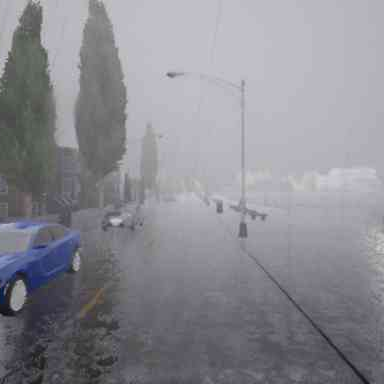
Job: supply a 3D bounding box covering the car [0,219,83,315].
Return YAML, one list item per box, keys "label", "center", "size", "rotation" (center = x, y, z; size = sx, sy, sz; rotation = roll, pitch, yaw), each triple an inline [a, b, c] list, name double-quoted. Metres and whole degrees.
- label: "car"
  center: [-4.094, 1.460, 7.702]
  size: [1.882, 1.535, 5.008]
  rotation: [0, 0, 0]

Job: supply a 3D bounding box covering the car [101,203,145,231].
- label: "car"
  center: [-4.058, 1.444, 20.194]
  size: [2.128, 1.511, 4.902]
  rotation: [0, 0, 1]

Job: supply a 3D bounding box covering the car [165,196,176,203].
- label: "car"
  center: [-4.014, 1.451, 63.894]
  size: [1.994, 1.385, 4.181]
  rotation: [0, 0, 0]
